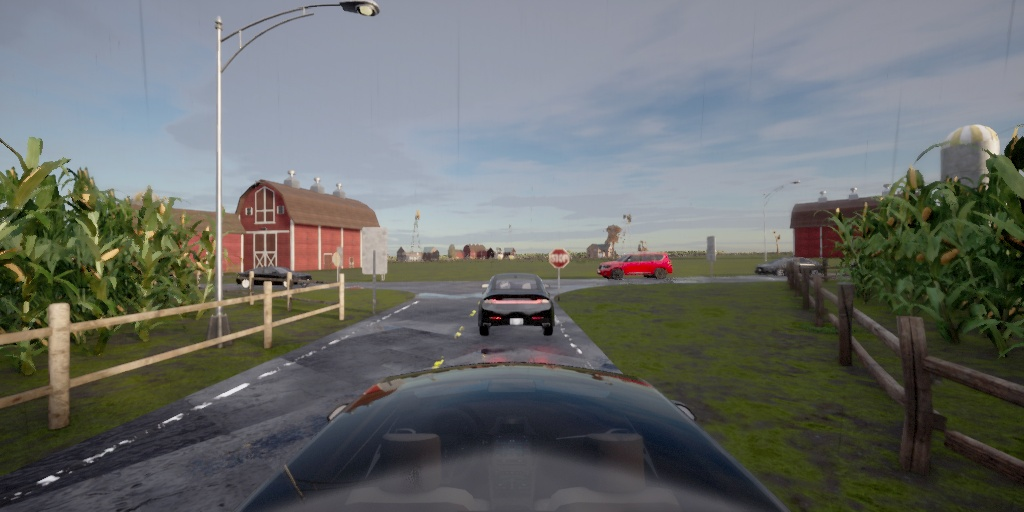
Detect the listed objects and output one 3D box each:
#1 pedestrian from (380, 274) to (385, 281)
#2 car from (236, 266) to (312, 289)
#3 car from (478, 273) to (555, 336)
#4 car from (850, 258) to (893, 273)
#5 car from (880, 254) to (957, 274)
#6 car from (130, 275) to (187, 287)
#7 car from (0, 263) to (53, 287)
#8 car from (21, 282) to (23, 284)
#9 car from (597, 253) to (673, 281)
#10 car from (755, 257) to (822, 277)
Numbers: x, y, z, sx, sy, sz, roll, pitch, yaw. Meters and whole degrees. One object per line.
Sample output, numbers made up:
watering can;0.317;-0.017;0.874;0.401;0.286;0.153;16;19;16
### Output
pedestrian;-11.180;1.238;30.988;0.375;1.860;0.375;0;0;4
car;-16.866;1.470;25.556;5.008;1.535;1.882;-1;-1;5
car;0.105;1.242;10.383;2.128;1.511;4.902;0;0;0
car;27.634;0.742;26.333;4.902;1.511;2.128;-1;0;-7
car;34.275;0.631;30.286;5.008;1.535;1.882;-1;0;-9
car;-27.099;1.711;26.722;5.357;1.411;2.033;-1;-1;8
car;-45.989;1.729;33.295;5.566;2.045;2.150;-1;-1;15
car;-38.479;1.877;28.705;4.674;1.442;1.812;-1;-1;11
car;9.491;0.802;27.785;5.566;2.045;2.150;-1;0;-3
car;22.052;0.874;28.669;4.892;1.490;1.837;0;0;-6
